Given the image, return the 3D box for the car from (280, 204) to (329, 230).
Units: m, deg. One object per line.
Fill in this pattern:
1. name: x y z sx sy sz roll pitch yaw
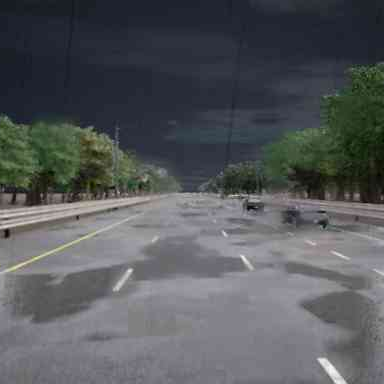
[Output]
1. car: 7.001 1.480 21.220 2.128 1.511 4.902 0 0 0

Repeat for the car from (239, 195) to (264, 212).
1. car: 7.001 1.472 38.535 1.882 1.535 5.008 0 0 0
